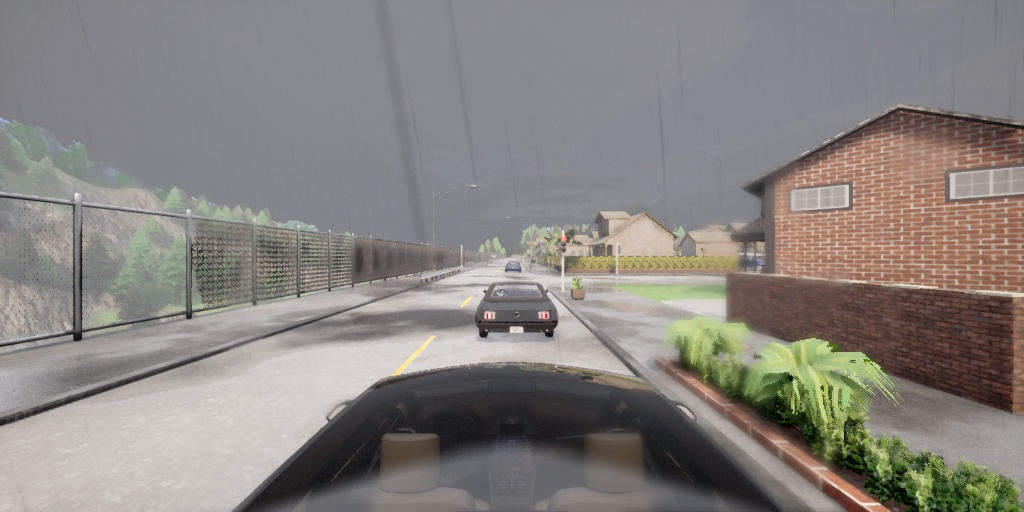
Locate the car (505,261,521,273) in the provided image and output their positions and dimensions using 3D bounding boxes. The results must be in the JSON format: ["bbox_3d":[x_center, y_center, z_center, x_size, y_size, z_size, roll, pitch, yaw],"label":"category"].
[{"bbox_3d":[0.152,1.314,44.610,1.994,1.385,4.181,0,0,0],"label":"car"}]

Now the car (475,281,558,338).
[{"bbox_3d":[0.109,1.351,10.206,1.895,1.301,4.718,0,0,0],"label":"car"}]
